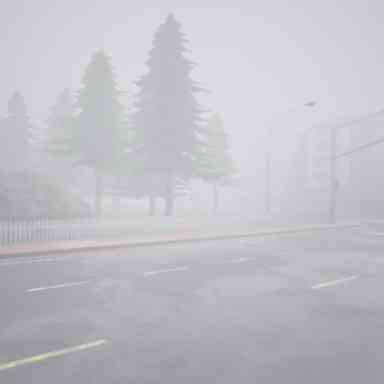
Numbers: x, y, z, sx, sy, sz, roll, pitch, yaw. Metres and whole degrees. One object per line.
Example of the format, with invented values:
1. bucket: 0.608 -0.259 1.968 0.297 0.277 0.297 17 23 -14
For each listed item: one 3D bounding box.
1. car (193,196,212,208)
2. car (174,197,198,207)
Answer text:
1. car: 1.212 1.695 59.201 2.150 2.045 5.566 1 -1 -34
2. car: -1.404 1.964 56.803 1.812 1.442 4.674 1 -1 -34
